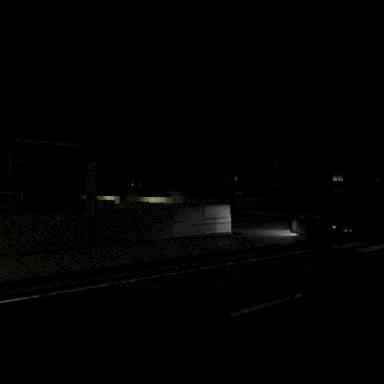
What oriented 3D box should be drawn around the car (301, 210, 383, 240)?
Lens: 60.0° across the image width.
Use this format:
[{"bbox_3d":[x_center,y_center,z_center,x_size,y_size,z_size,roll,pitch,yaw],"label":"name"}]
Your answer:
[{"bbox_3d":[8.029,1.553,15.856,5.357,1.411,2.033,0,0,21],"label":"car"}]
